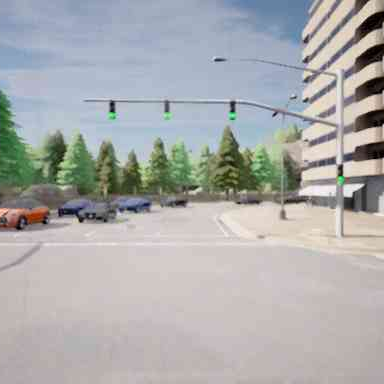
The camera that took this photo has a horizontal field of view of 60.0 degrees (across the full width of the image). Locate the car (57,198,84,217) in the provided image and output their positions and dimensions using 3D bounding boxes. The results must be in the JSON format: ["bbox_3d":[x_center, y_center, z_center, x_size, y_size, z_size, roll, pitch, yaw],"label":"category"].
[{"bbox_3d":[-9.966,1.318,29.348,1.882,1.535,5.008,0,0,7],"label":"car"}]

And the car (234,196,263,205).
[{"bbox_3d":[8.940,1.317,52.443,5.357,1.411,2.033,0,0,-42],"label":"car"}]

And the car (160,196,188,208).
[{"bbox_3d":[-2.330,1.267,43.667,1.882,1.535,5.008,0,0,27],"label":"car"}]

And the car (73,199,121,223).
[{"bbox_3d":[-6.831,1.432,24.369,1.994,1.385,4.181,0,0,0],"label":"car"}]

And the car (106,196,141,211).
[{"bbox_3d":[-7.944,1.306,39.072,1.837,1.490,4.892,0,0,19],"label":"car"}]

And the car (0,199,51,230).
[{"bbox_3d":[-10.478,1.233,20.136,2.097,1.767,4.553,0,0,2],"label":"car"}]

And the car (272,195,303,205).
[{"bbox_3d":[15.046,1.377,53.100,4.718,1.301,1.895,0,0,-34],"label":"car"}]

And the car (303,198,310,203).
[{"bbox_3d":[18.273,1.304,58.850,5.357,1.411,2.033,0,0,-22],"label":"car"}]

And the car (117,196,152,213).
[{"bbox_3d":[-5.743,1.304,34.177,1.882,1.535,5.008,0,0,14],"label":"car"}]
